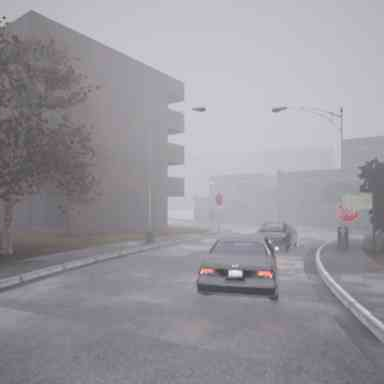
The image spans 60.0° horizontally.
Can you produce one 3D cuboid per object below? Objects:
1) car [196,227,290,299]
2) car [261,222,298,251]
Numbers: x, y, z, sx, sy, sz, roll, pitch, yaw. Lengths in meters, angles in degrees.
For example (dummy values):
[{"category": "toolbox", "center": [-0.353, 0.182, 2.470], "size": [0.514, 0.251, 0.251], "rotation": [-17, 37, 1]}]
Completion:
[{"category": "car", "center": [1.420, 1.869, 9.254], "size": [2.033, 1.411, 5.357], "rotation": [0, -4, 12]}, {"category": "car", "center": [4.993, 2.480, 19.349], "size": [2.128, 1.511, 4.902], "rotation": [-1, -4, 24]}]
